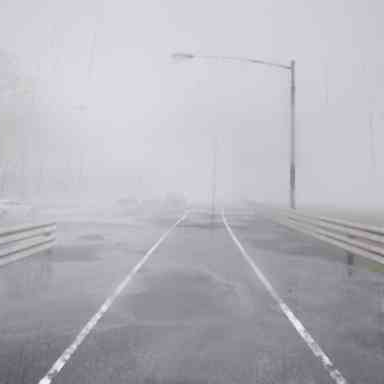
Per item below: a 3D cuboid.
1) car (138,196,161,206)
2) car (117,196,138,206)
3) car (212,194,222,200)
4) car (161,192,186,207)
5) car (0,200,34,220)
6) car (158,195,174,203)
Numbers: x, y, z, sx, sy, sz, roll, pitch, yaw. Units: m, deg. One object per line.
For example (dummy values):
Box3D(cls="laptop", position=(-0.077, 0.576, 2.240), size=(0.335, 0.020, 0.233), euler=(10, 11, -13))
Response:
Box3D(cls="car", position=(-5.948, 1.381, 49.678), size=(1.812, 1.442, 4.674), euler=(0, 0, 12))
Box3D(cls="car", position=(-9.497, 1.333, 49.832), size=(1.882, 1.535, 5.008), euler=(0, 0, 12))
Box3D(cls="car", position=(6.621, 1.480, 87.201), size=(2.033, 1.411, 5.357), euler=(0, 0, 15))
Box3D(cls="car", position=(-2.410, 1.076, 49.576), size=(2.150, 2.045, 5.566), euler=(0, 0, 12))
Box3D(cls="car", position=(-14.231, 1.327, 25.641), size=(1.812, 1.442, 4.674), euler=(0, 0, 10))
Box3D(cls="car", position=(-5.298, 1.423, 68.461), size=(1.812, 1.442, 4.674), euler=(0, 0, 13))
